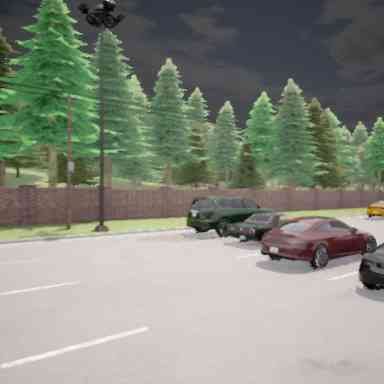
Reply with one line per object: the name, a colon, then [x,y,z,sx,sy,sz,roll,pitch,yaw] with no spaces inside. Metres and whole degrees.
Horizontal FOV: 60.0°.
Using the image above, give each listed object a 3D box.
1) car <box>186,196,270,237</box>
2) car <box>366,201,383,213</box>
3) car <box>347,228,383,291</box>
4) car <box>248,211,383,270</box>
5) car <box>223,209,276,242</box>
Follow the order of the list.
car: [2.292,1.235,18.280,5.566,2.045,2.150,0,0,-36]
car: [17.105,1.512,28.847,5.008,1.535,1.882,0,0,-36]
car: [5.821,1.574,7.899,4.181,1.385,1.994,0,0,-36]
car: [4.279,1.537,11.115,4.674,1.442,1.812,0,0,-36]
car: [3.915,1.614,15.139,4.718,1.301,1.895,0,0,-36]
